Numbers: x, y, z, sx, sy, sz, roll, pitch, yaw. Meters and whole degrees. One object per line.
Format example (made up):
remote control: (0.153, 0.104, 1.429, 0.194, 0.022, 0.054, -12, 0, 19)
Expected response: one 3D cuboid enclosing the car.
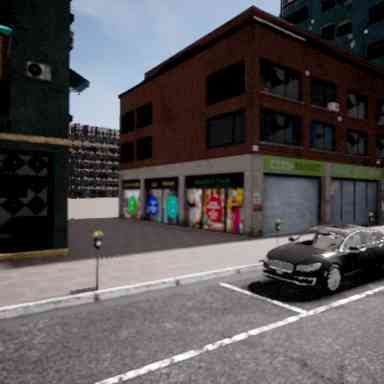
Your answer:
car: (3.765, 1.571, 8.795, 4.403, 1.369, 2.008, 0, 1, -35)
